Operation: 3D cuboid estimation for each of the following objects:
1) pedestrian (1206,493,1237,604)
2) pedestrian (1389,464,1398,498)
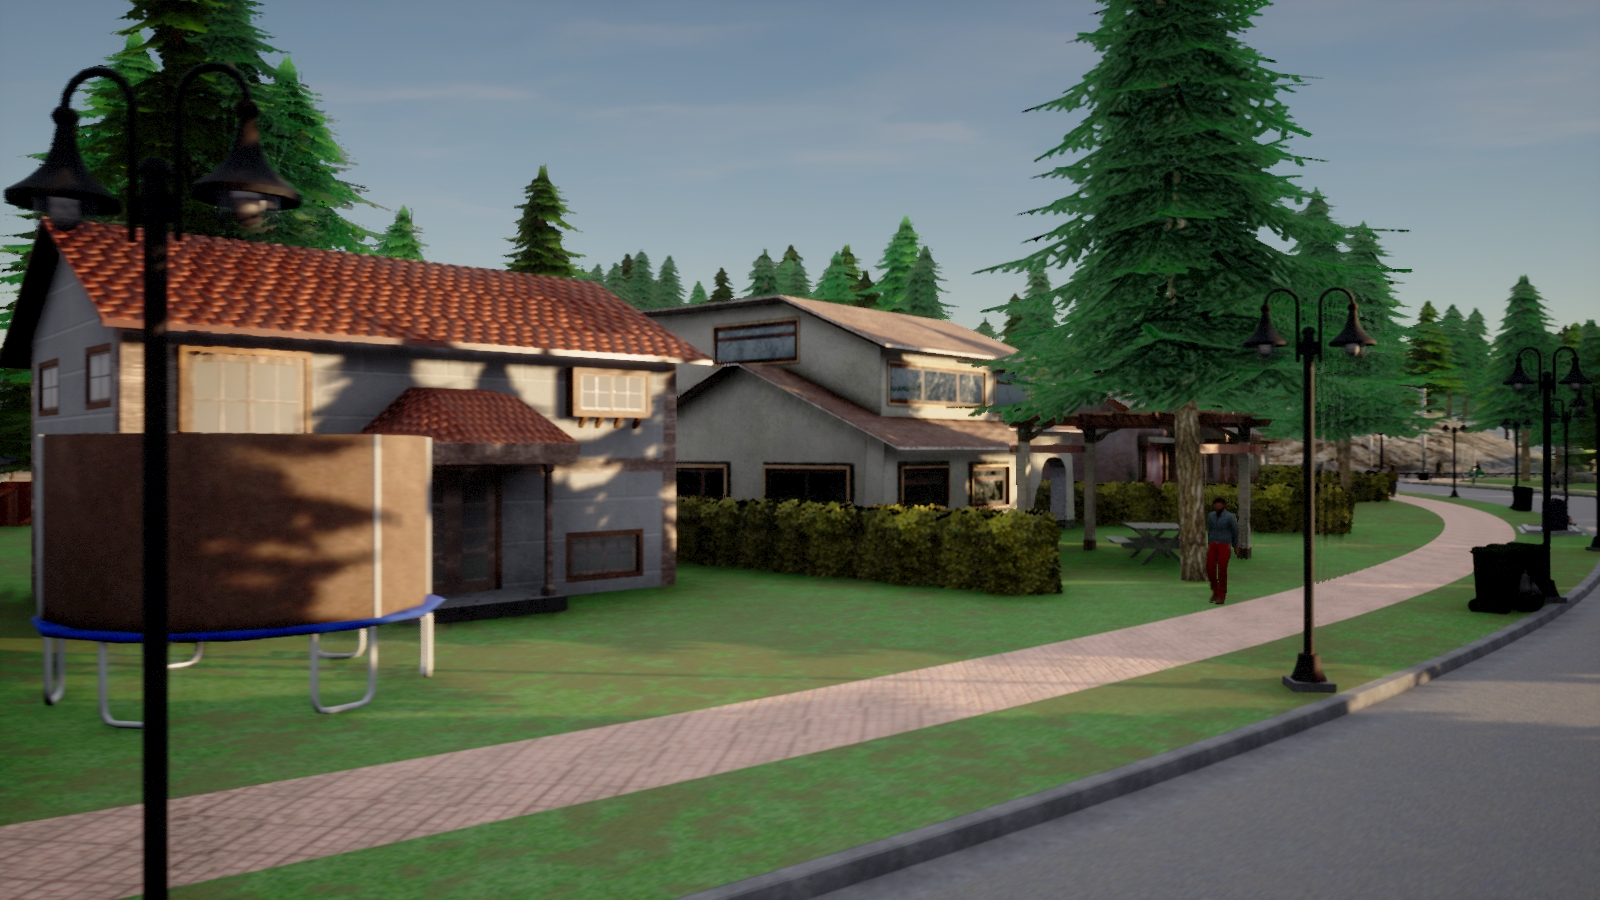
[{"bbox_3d":[7.213,1.671,19.544,0.375,1.860,0.375,0,0,44],"label":"pedestrian"},{"bbox_3d":[32.577,1.685,62.730,0.375,1.860,0.375,0,0,14],"label":"pedestrian"}]
